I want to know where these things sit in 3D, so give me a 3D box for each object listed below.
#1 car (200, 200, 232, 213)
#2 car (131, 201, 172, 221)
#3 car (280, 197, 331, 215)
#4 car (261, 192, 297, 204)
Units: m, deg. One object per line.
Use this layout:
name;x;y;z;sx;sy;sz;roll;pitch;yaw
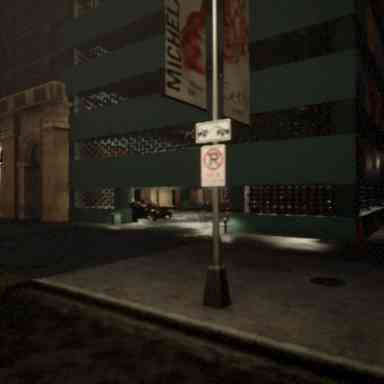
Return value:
car;3.260;1.481;35.180;4.718;1.301;1.895;0;0;35
car;-3.783;1.456;25.953;4.786;1.482;2.161;0;0;35
car;8.551;1.300;22.265;4.674;1.452;2.002;0;0;35
car;13.269;1.013;50.758;5.566;2.045;2.435;0;0;35
